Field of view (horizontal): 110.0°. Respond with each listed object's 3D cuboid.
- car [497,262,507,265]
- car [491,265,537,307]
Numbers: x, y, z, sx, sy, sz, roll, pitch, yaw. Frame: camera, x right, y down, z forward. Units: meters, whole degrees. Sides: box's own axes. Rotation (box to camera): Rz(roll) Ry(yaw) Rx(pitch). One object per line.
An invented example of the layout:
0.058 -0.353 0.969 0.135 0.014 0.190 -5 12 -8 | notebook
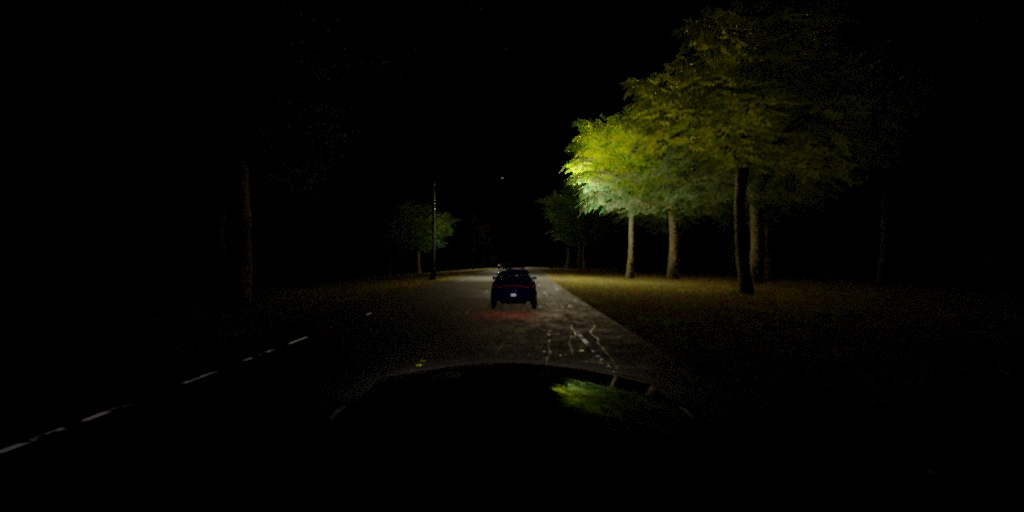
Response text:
-1.579 1.817 62.064 2.128 1.511 4.902 0 -1 4 | car
0.108 1.363 16.275 1.882 1.535 5.008 0 0 1 | car
